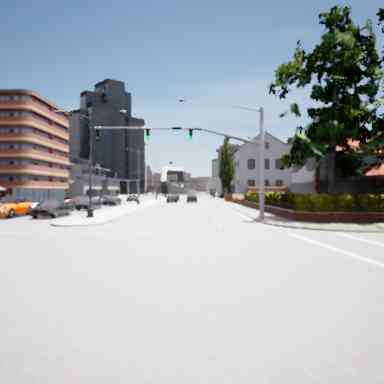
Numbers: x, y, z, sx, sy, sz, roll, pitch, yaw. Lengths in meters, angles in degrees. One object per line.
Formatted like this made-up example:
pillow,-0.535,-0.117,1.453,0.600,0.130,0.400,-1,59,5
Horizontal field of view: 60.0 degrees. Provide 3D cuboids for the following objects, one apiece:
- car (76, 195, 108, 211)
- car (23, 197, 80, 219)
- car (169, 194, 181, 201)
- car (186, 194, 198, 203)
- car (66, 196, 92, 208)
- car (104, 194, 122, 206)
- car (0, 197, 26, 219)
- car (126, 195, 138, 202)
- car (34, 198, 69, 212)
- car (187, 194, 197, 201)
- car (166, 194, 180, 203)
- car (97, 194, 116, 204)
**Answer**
car,-11.606,1.341,38.035,2.033,1.411,5.357,0,0,0
car,-11.605,1.395,27.962,2.033,1.411,5.357,0,0,0
car,-3.528,1.115,69.536,2.128,1.511,4.902,0,0,0
car,-0.024,1.156,59.120,1.882,1.535,5.008,0,0,0
car,-15.102,1.282,44.767,1.812,1.442,4.674,0,0,0
car,-11.590,1.281,48.915,2.033,1.411,5.357,0,0,0
car,-15.104,1.203,27.416,2.097,1.767,4.553,0,0,0
car,-11.526,1.250,64.505,1.994,1.385,4.181,0,0,0
car,-15.109,1.366,36.050,1.994,1.385,4.181,0,0,0
car,-0.028,1.142,69.537,1.994,1.385,4.181,0,0,0
car,-3.524,1.170,59.119,2.128,1.511,4.902,0,0,0
car,-15.035,1.172,58.606,2.128,1.511,4.902,0,0,0
